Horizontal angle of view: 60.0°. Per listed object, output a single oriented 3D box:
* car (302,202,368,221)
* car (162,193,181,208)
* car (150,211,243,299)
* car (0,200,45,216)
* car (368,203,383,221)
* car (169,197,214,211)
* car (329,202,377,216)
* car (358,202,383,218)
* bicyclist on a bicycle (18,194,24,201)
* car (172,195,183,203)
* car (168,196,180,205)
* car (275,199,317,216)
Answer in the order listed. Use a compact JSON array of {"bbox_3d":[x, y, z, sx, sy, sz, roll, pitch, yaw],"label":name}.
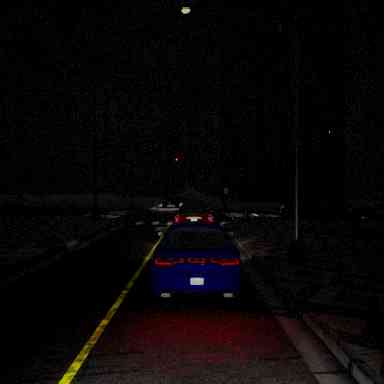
[{"bbox_3d":[12.129,1.774,28.380,4.313,1.339,1.947,1,-1,0],"label":"car"},{"bbox_3d":[-3.104,1.222,49.335,2.150,2.045,5.566,0,0,0],"label":"car"},{"bbox_3d":[0.099,1.477,8.539,1.882,1.535,5.008,0,0,0],"label":"car"},{"bbox_3d":[-14.780,1.367,28.278,4.403,1.369,2.008,1,-1,0],"label":"car"},{"bbox_3d":[17.942,1.824,28.381,4.829,1.417,1.752,1,-1,0],"label":"car"},{"bbox_3d":[0.116,1.352,17.693,2.097,1.767,4.553,0,0,1],"label":"car"},{"bbox_3d":[17.778,1.842,36.905,4.403,1.369,2.008,1,-1,0],"label":"car"},{"bbox_3d":[19.911,1.852,34.233,4.674,1.442,1.812,1,0,0],"label":"car"},{"bbox_3d":[-20.506,1.030,39.762,0.582,1.620,1.656,1,0,0],"label":"bicyclist on a bicycle"},{"bbox_3d":[-3.024,1.493,69.485,2.128,1.511,4.902,0,0,0],"label":"car"},{"bbox_3d":[-3.092,1.526,59.166,1.812,1.442,4.674,0,0,1],"label":"car"},{"bbox_3d":[10.945,1.539,34.228,4.553,1.767,2.097,1,0,0],"label":"car"}]
